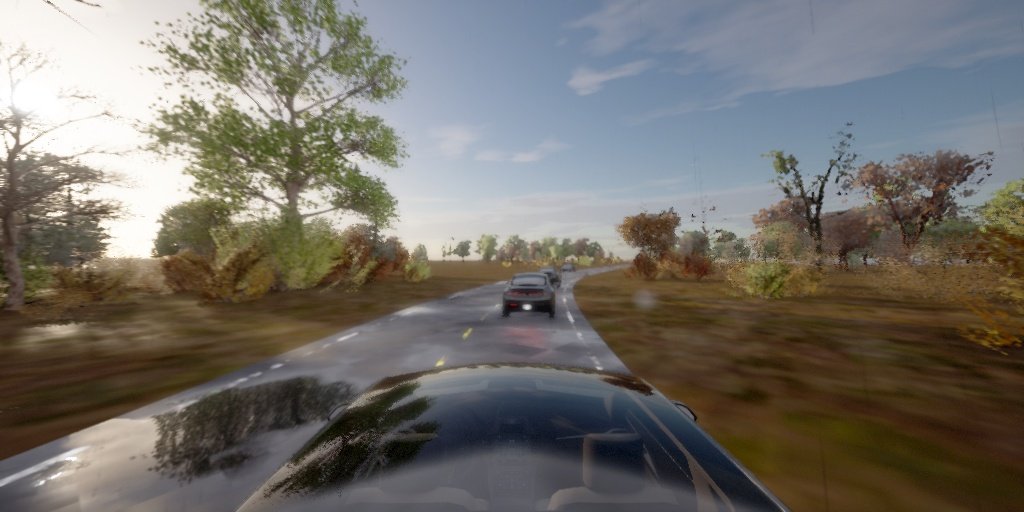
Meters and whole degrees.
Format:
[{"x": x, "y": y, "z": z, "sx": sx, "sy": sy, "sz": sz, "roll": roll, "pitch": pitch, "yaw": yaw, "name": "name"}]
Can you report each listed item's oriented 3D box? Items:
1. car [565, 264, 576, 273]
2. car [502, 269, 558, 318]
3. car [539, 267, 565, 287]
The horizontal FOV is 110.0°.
[{"x": 9.434, "y": 2.114, "z": 60.029, "sx": 2.033, "sy": 1.411, "sz": 5.357, "roll": 0, "pitch": -1, "yaw": 22, "name": "car"}, {"x": 0.762, "y": 1.418, "z": 13.962, "sx": 1.837, "sy": 1.490, "sz": 4.892, "roll": 0, "pitch": 0, "yaw": 7, "name": "car"}, {"x": 2.953, "y": 1.620, "z": 28.626, "sx": 1.837, "sy": 1.490, "sz": 4.892, "roll": 0, "pitch": 0, "yaw": 12, "name": "car"}]
